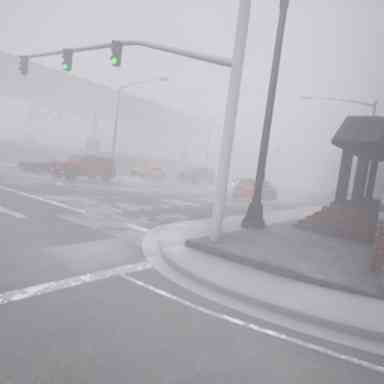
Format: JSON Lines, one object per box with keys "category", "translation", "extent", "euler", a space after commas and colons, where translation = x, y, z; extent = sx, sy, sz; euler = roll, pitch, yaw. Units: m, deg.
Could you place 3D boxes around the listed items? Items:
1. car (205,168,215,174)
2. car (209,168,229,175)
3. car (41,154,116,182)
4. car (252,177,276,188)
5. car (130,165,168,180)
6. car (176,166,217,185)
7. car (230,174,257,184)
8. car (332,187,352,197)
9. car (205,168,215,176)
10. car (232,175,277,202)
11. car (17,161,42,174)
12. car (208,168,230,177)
{"category": "car", "translation": [4.264, -5.032, 79.071], "extent": [1.853, 1.218, 4.536], "euler": [7, 5, 0]}
{"category": "car", "translation": [6.795, -5.140, 83.769], "extent": [4.536, 1.218, 1.853], "euler": [5, 6, -25]}
{"category": "car", "translation": [-8.646, -2.023, 26.743], "extent": [2.150, 2.045, 5.566], "euler": [11, 6, 36]}
{"category": "car", "translation": [11.804, -1.532, 54.162], "extent": [1.895, 1.301, 4.718], "euler": [11, 6, 36]}
{"category": "car", "translation": [-4.803, -2.276, 37.762], "extent": [1.882, 1.535, 5.008], "euler": [11, 6, 36]}
{"category": "car", "translation": [0.570, -1.998, 39.122], "extent": [2.150, 2.045, 5.566], "euler": [11, 6, 36]}
{"category": "car", "translation": [8.707, -2.154, 55.781], "extent": [2.033, 1.411, 5.357], "euler": [11, 6, 36]}
{"category": "car", "translation": [23.812, -0.039, 52.600], "extent": [2.128, 1.511, 4.902], "euler": [11, 5, 41]}
{"category": "car", "translation": [4.245, -4.871, 79.033], "extent": [2.038, 1.542, 4.974], "euler": [7, 5, 0]}
{"category": "car", "translation": [5.199, -0.241, 26.667], "extent": [2.097, 1.767, 4.553], "euler": [10, 7, 34]}
{"category": "car", "translation": [-12.016, -2.175, 28.105], "extent": [1.895, 1.301, 4.718], "euler": [11, 6, 36]}
{"category": "car", "translation": [6.823, -4.981, 83.805], "extent": [4.974, 1.542, 2.038], "euler": [5, 6, -25]}
